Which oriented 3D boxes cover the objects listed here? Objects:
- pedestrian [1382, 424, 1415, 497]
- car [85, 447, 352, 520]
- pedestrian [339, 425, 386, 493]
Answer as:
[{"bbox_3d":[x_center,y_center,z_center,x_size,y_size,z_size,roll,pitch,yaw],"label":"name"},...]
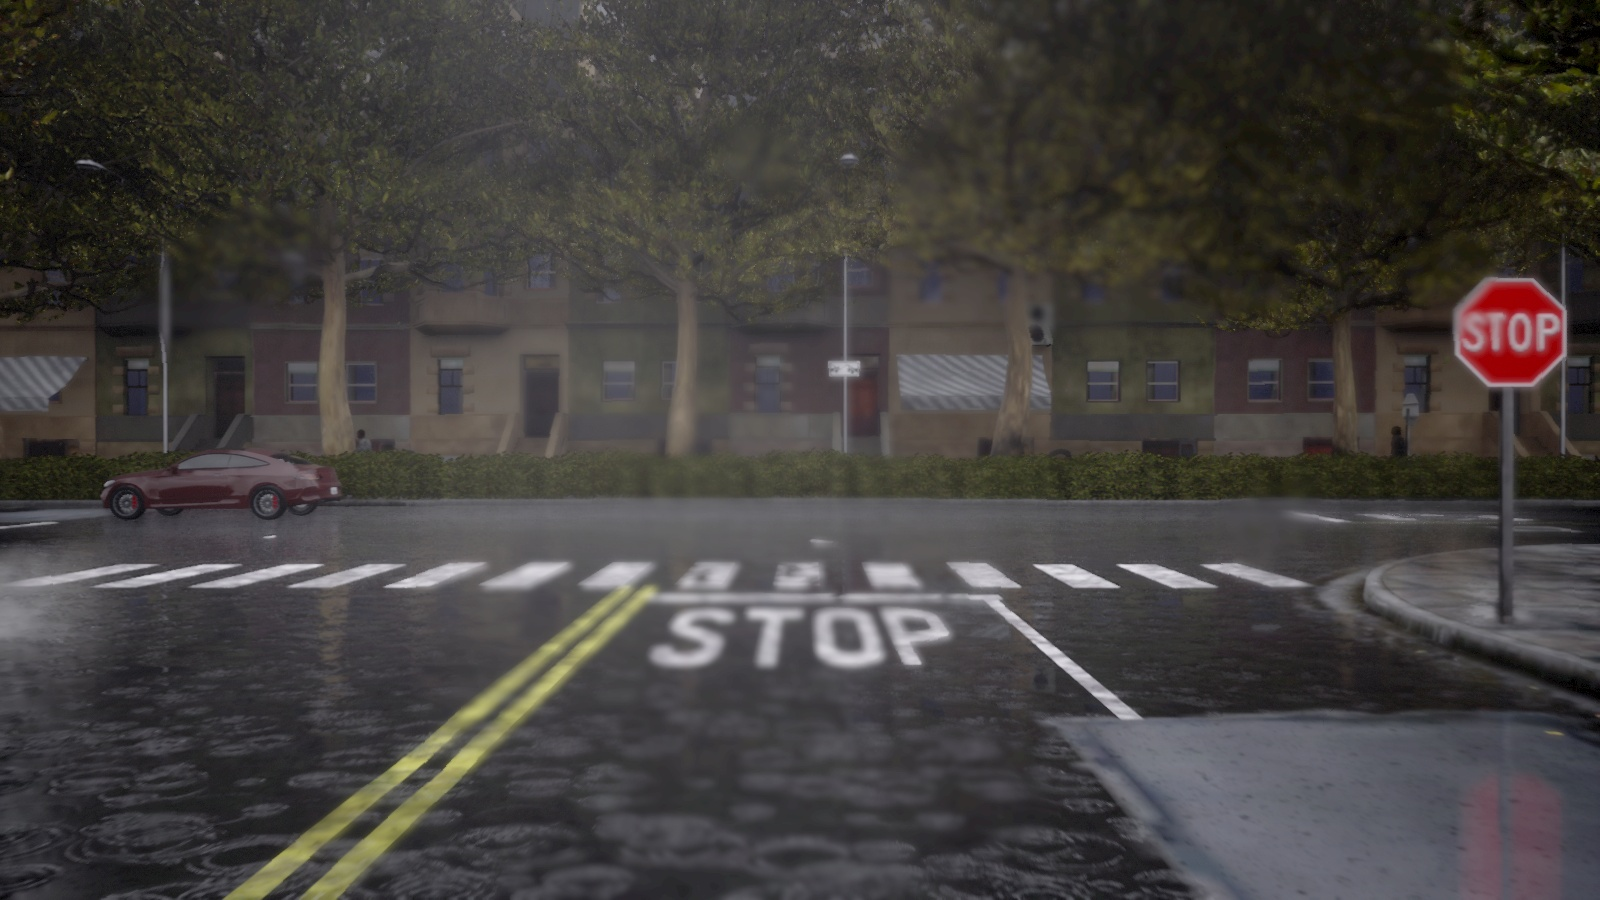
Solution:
[{"bbox_3d":[15.894,0.281,33.357,0.666,1.930,0.402,0,0,3],"label":"pedestrian"},{"bbox_3d":[-11.871,0.658,25.835,4.674,1.442,1.812,0,0,1],"label":"car"},{"bbox_3d":[-12.121,0.253,34.775,0.900,1.855,0.874,0,0,14],"label":"pedestrian"}]
